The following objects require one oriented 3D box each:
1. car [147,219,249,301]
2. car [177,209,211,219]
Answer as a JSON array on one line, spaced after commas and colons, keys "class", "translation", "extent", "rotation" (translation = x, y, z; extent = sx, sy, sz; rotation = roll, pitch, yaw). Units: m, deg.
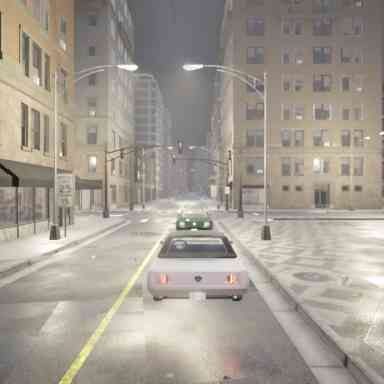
[{"class": "car", "translation": [0.109, 1.601, 8.262], "extent": [1.895, 1.301, 4.718], "rotation": [0, 0, 0]}, {"class": "car", "translation": [0.121, 1.600, 18.497], "extent": [1.895, 1.301, 4.718], "rotation": [0, 0, 0]}]
